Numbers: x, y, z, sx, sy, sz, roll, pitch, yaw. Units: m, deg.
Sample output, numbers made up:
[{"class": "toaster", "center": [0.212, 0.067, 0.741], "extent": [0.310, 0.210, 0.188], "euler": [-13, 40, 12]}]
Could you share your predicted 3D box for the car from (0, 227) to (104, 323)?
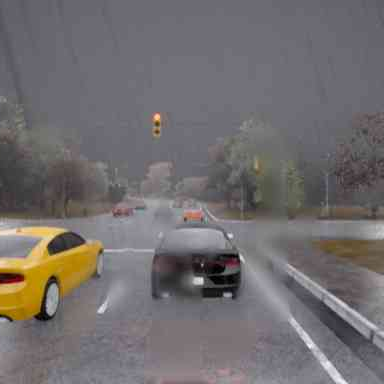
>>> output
[{"class": "car", "center": [-3.406, 1.512, 7.372], "extent": [1.882, 1.535, 5.008], "euler": [0, -1, 0]}]

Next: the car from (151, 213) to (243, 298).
[{"class": "car", "center": [0.101, 1.530, 8.614], "extent": [1.882, 1.535, 5.008], "euler": [0, -1, 0]}]

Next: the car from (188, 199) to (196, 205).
[{"class": "car", "center": [0.079, 2.596, 86.555], "extent": [1.837, 1.490, 4.892], "euler": [0, 1, -3]}]

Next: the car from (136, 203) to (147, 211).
[{"class": "car", "center": [-10.363, 3.011, 67.903], "extent": [2.033, 1.411, 5.357], "euler": [0, 1, 0]}]

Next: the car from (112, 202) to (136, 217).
[{"class": "car", "center": [-10.480, 2.623, 50.596], "extent": [2.150, 2.045, 5.566], "euler": [0, -1, 0]}]

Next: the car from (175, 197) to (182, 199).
[{"class": "car", "center": [-3.421, 2.317, 86.504], "extent": [2.150, 2.045, 5.566], "euler": [0, 1, -3]}]

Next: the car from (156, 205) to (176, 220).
[{"class": "car", "center": [-3.319, 2.635, 40.312], "extent": [1.837, 1.490, 4.892], "euler": [0, -2, 0]}]

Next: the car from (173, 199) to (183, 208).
[{"class": "car", "center": [-3.346, 2.916, 76.417], "extent": [1.994, 1.385, 4.181], "euler": [0, 1, 0]}]

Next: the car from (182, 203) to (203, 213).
[{"class": "car", "center": [0.179, 2.449, 39.372], "extent": [2.097, 1.767, 4.553], "euler": [0, -2, 0]}]

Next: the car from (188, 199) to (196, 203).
[{"class": "car", "center": [0.153, 2.907, 75.993], "extent": [2.033, 1.411, 5.357], "euler": [0, 1, 0]}]
